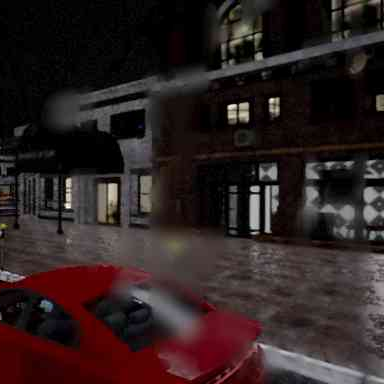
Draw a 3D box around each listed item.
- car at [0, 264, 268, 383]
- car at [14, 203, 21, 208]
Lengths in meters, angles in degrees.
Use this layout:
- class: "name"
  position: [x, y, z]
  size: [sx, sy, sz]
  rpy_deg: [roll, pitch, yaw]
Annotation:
- class: "car"
  position: [-1.395, 1.543, 3.863]
  size: [4.507, 1.381, 1.887]
  rpy_deg: [0, 0, 36]
- class: "car"
  position: [-22.357, 1.562, 46.826]
  size: [1.752, 1.417, 4.829]
  rpy_deg: [0, 0, 35]
